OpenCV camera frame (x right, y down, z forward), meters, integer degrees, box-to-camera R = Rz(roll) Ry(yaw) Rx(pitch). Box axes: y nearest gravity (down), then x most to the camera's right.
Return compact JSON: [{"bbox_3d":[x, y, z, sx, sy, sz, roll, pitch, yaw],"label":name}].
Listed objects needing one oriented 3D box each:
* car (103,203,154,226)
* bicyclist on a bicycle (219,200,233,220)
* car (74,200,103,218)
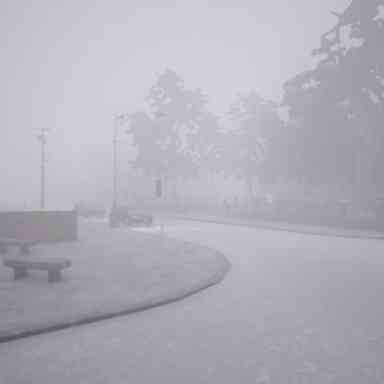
[{"bbox_3d":[-4.542,1.618,24.465,1.837,1.490,4.892,1,0,-35],"label":"car"},{"bbox_3d":[2.906,1.552,28.476,1.656,1.620,0.582,0,0,-35],"label":"bicyclist on a bicycle"},{"bbox_3d":[-9.904,1.592,32.036,1.882,1.535,5.008,1,0,-35],"label":"car"}]
